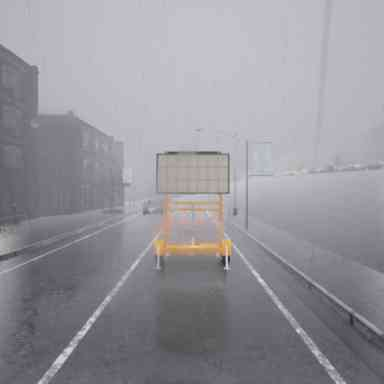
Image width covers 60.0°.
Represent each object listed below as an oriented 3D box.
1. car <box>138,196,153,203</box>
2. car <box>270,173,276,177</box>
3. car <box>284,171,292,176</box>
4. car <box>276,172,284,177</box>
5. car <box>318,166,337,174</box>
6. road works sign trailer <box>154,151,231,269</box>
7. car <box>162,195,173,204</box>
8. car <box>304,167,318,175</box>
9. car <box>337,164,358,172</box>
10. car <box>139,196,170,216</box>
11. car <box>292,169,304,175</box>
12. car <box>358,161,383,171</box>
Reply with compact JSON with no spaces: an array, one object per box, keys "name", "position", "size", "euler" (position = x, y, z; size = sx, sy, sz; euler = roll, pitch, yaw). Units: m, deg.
[{"name":"car","position":[-12.384,2.064,88.442],"size":[2.097,1.767,4.553],"euler":[-1,-2,-32]},{"name":"car","position":[21.696,-4.060,82.764],"size":[2.231,1.521,4.892],"euler":[0,1,-1]},{"name":"car","position":[22.062,-3.844,71.704],"size":[2.002,1.452,4.674],"euler":[0,1,-3]},{"name":"car","position":[21.827,-3.981,77.246],"size":[2.231,1.521,4.892],"euler":[0,1,-1]},{"name":"car","position":[23.510,-3.544,54.972],"size":[2.163,1.488,4.792],"euler":[0,1,-6]},{"name":"road works sign trailer","position":[0.034,0.460,11.070],"size":[2.380,3.560,2.880],"euler":[0,0,1]},{"name":"car","position":[-5.686,1.577,73.199],"size":[2.150,2.045,5.566],"euler":[0,-1,-12]},{"name":"car","position":[22.888,-3.805,60.662],"size":[2.185,1.767,4.553],"euler":[0,1,-5]},{"name":"car","position":[24.215,-3.433,49.498],"size":[2.002,1.452,4.674],"euler":[0,1,-7]},{"name":"car","position":[-3.615,1.478,32.173],"size":[2.128,1.511,4.902],"euler":[0,0,0]},{"name":"car","position":[22.417,-3.781,66.168],"size":[2.097,1.535,5.008],"euler":[0,1,-4]},{"name":"car","position":[25.023,-3.370,44.137],"size":[2.231,1.521,4.892],"euler":[0,1,-9]}]
